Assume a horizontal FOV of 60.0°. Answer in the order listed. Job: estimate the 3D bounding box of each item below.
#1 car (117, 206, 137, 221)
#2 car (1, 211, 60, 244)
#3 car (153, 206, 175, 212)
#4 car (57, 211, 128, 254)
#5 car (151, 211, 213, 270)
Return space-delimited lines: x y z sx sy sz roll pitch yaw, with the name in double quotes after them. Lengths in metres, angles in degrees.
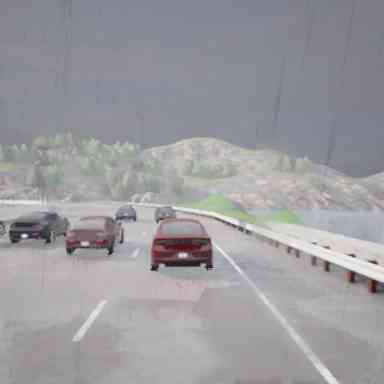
-6.480 2.075 32.856 1.994 1.385 4.181 0 -1 -10 "car"
-7.897 1.791 17.636 1.837 1.490 4.892 0 -1 -5 "car"
-2.468 2.010 30.351 2.033 1.411 5.357 0 -1 -9 "car"
-4.105 1.756 14.514 1.812 1.442 4.674 0 -1 -4 "car"
-0.403 1.657 11.773 1.882 1.535 5.008 0 -1 -3 "car"
